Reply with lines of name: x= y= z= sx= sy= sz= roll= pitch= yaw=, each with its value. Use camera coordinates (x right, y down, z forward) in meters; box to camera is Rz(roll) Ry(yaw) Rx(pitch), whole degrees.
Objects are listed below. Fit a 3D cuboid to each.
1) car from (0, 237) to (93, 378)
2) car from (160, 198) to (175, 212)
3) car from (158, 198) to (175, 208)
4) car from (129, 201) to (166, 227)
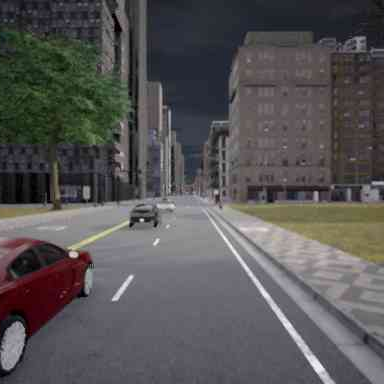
car: x=-3.152 y=1.493 z=5.564 sx=1.882 sy=1.535 sz=5.008 roll=0 pitch=0 yaw=0
car: x=-3.158 y=1.741 z=39.834 sx=1.895 sy=1.301 sz=4.718 roll=0 pitch=0 yaw=0
car: x=-4.221 y=1.726 z=54.496 sx=1.812 sy=1.442 sz=4.674 roll=0 pitch=0 yaw=-17
car: x=-3.152 y=1.574 z=23.314 sx=1.837 sy=1.490 sz=4.892 roll=0 pitch=-1 yaw=0
